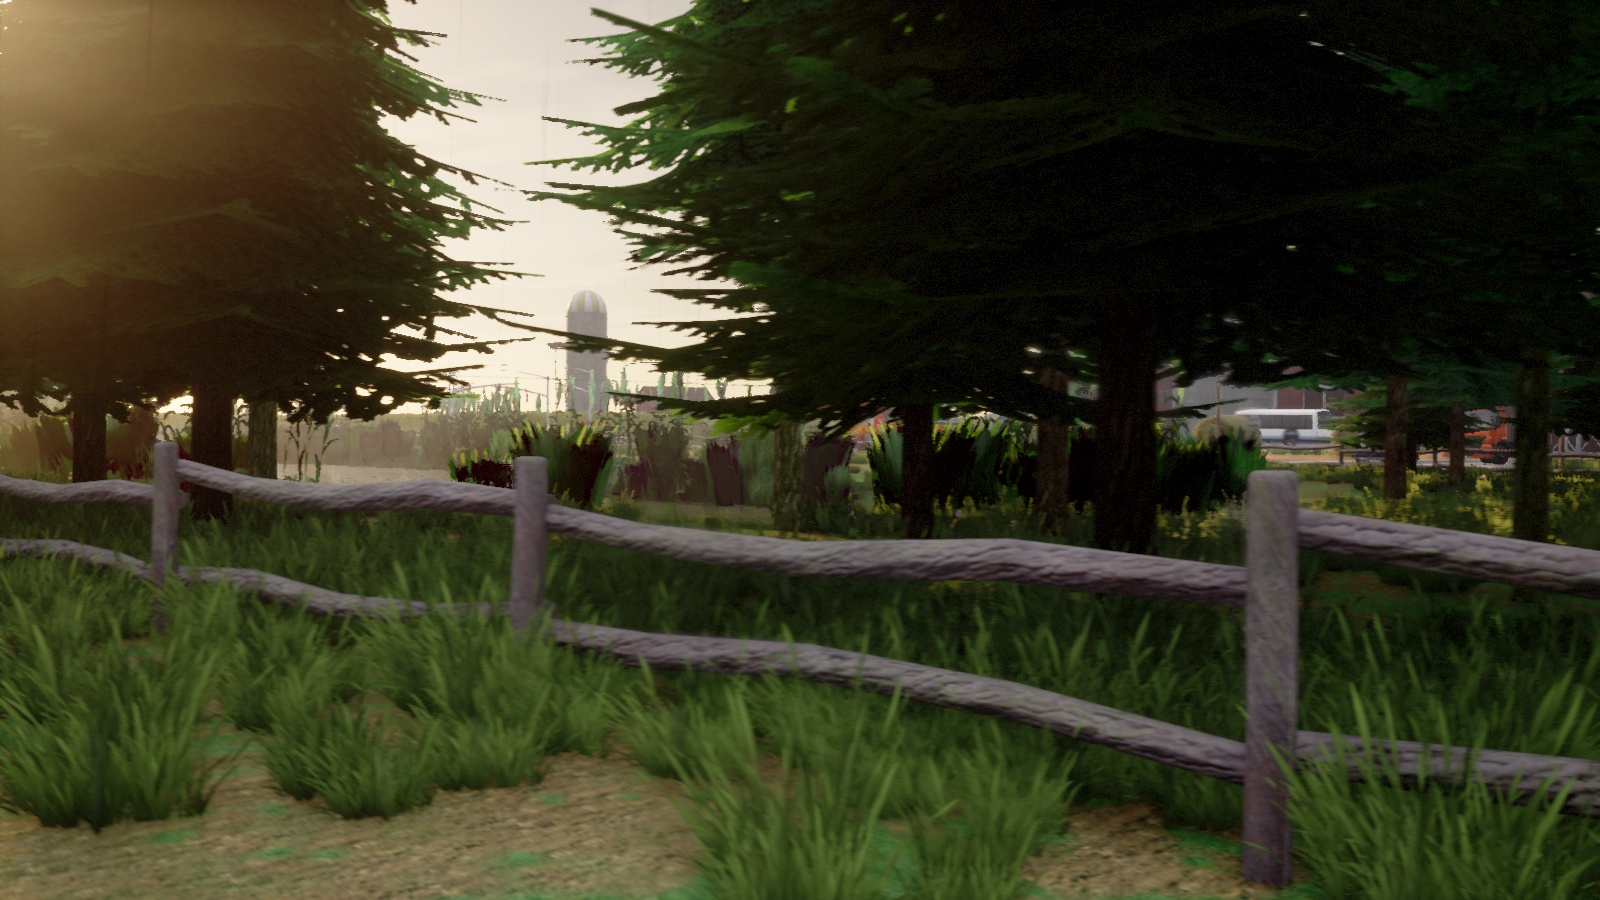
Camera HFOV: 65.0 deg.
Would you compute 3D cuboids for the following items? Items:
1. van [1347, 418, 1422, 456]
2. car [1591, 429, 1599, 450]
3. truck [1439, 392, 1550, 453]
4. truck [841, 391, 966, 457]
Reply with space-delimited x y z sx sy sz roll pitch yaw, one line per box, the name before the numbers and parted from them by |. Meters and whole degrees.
van | 31.354 -0.705 67.305 4.442 1.987 1.775 -1 1 -37
car | 51.083 -0.678 77.926 4.718 1.301 1.895 -1 1 -37
truck | 41.585 -1.636 75.087 7.936 3.462 2.891 -1 1 -37
truck | 6.232 -1.562 76.857 2.891 3.827 8.468 -1 1 -34
